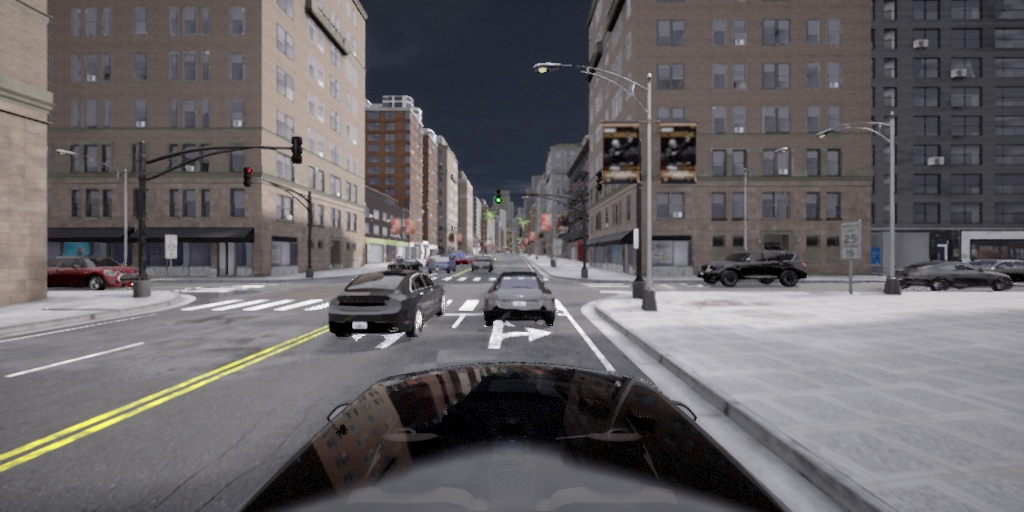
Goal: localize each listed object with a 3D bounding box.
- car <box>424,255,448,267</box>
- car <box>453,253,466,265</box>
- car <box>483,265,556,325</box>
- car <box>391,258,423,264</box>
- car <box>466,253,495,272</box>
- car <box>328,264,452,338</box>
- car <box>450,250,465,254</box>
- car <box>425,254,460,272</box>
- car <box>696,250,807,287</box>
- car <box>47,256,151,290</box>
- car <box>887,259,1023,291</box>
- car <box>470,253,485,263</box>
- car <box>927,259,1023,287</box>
[{"bbox_3d":[-9.284,0.579,44.166,1.812,1.442,4.674,0,1,1],"label":"car"},{"bbox_3d":[-6.026,0.641,44.979,1.895,1.301,4.718,0,1,1],"label":"car"},{"bbox_3d":[0.221,1.159,11.189,1.994,1.385,4.181,0,1,1],"label":"car"},{"bbox_3d":[-9.468,0.853,31.969,1.895,1.301,4.718,0,1,1],"label":"car"},{"bbox_3d":[-2.730,0.707,34.262,2.128,1.511,4.902,0,1,1],"label":"car"},{"bbox_3d":[-3.049,1.124,9.671,1.837,1.490,4.892,0,1,1],"label":"car"},{"bbox_3d":[-9.034,0.033,59.877,2.150,2.045,5.566,0,1,2],"label":"car"},{"bbox_3d":[-6.202,0.774,32.243,1.812,1.442,4.674,0,1,1],"label":"car"},{"bbox_3d":[13.793,0.679,20.792,5.566,2.045,2.150,0,0,1],"label":"car"},{"bbox_3d":[-20.942,0.804,17.893,4.553,1.767,2.097,0,0,2],"label":"car"},{"bbox_3d":[21.218,0.983,17.515,4.674,1.442,1.812,0,0,1],"label":"car"},{"bbox_3d":[-5.777,0.282,60.275,1.882,1.535,5.008,0,1,1],"label":"car"},{"bbox_3d":[27.551,0.946,20.623,4.902,1.511,2.128,0,0,0],"label":"car"}]
